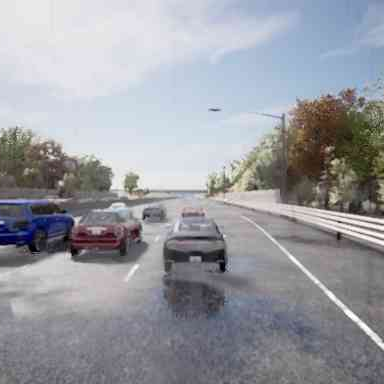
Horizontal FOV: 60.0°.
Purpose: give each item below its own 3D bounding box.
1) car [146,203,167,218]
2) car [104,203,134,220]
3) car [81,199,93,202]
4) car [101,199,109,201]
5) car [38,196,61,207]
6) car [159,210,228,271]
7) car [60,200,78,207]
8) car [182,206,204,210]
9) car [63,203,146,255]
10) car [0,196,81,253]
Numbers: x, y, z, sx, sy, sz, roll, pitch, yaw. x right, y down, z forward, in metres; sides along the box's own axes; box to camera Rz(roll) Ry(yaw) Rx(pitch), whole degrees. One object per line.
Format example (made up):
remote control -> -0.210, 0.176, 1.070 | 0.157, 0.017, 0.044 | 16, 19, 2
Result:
car -> -3.403, 1.756, 30.785 | 2.128, 1.511, 4.902 | 0, -1, 0
car -> -6.903, 1.800, 31.824 | 1.812, 1.442, 4.674 | 0, -1, 0
car -> -21.007, 2.071, 65.594 | 1.882, 1.535, 5.008 | 0, -1, 0
car -> -17.508, 2.154, 66.465 | 1.994, 1.385, 4.181 | 0, -1, 0
car -> -28.007, 1.817, 65.566 | 2.150, 2.045, 5.566 | 0, -1, 0
car -> 0.096, 1.585, 11.238 | 2.128, 1.511, 4.902 | 0, -1, 0
car -> -24.507, 2.194, 66.396 | 1.895, 1.301, 4.718 | 0, -1, 0
car -> 0.096, 1.852, 29.252 | 1.895, 1.301, 4.718 | 0, -1, 0
car -> -3.404, 1.469, 13.991 | 2.097, 1.767, 4.553 | 0, -1, 0
car -> -6.902, 1.341, 14.351 | 2.150, 2.045, 5.566 | 0, 0, 0
